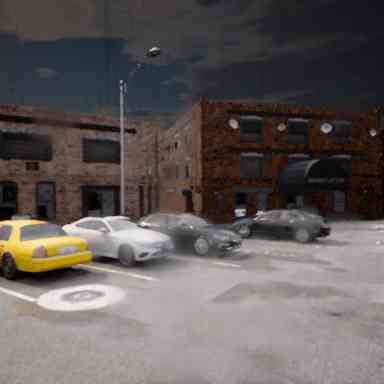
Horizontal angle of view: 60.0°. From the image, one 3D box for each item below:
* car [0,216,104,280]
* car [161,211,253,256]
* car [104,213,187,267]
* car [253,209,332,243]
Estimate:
[{"bbox_3d":[-5.300,1.497,10.025,5.366,1.575,1.946,-1,-1,35],"label":"car"},{"bbox_3d":[-0.371,1.551,13.337,4.892,1.521,2.231,-1,-1,34],"label":"car"},{"bbox_3d":[-2.757,1.564,11.630,4.674,1.452,2.002,-1,-1,35],"label":"car"},{"bbox_3d":[4.409,1.603,16.733,4.892,1.521,2.231,-1,-1,34],"label":"car"}]
